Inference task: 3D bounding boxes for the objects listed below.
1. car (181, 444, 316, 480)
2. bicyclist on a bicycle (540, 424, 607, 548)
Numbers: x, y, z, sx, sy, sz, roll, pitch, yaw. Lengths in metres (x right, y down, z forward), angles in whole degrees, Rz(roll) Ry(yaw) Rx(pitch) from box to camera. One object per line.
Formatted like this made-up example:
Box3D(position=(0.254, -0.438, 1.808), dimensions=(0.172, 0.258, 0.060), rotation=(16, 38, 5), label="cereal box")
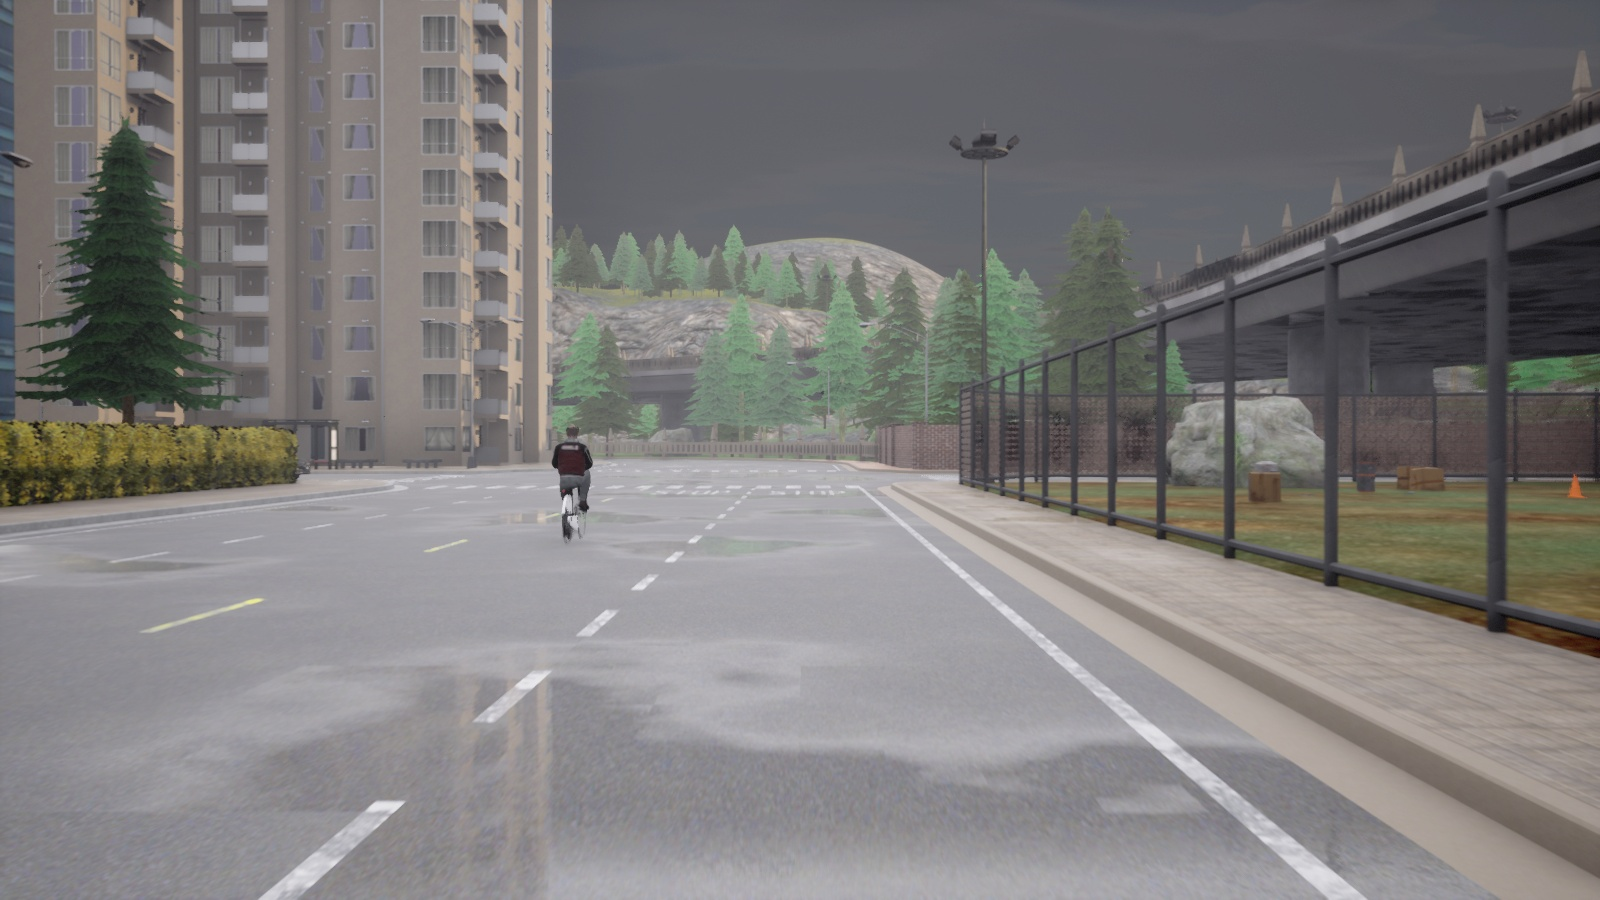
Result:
Box3D(position=(-23.249, 0.489, 53.001), dimensions=(4.892, 1.490, 1.837), rotation=(0, 0, 1), label="car")
Box3D(position=(-3.378, 0.508, 18.864), dimensions=(0.659, 1.776, 1.843), rotation=(0, 1, 0), label="bicyclist on a bicycle")
